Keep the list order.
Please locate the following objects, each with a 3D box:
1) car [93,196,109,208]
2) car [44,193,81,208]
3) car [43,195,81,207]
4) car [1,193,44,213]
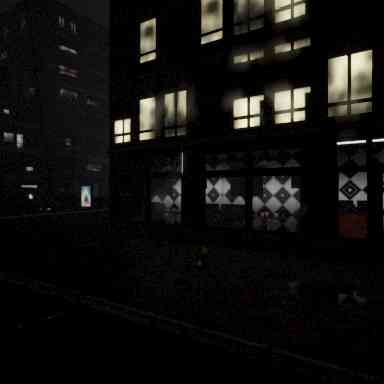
[{"bbox_3d":[-9.837,1.072,38.210,1.947,1.339,4.313,1,2,35],"label":"car"},{"bbox_3d":[-15.676,0.883,39.983,2.097,1.767,4.553,0,1,35],"label":"car"},{"bbox_3d":[-16.745,1.074,42.954,1.802,1.307,4.206,1,2,35],"label":"car"},{"bbox_3d":[-16.185,1.029,29.106,2.192,1.841,5.009,1,2,35],"label":"car"}]
